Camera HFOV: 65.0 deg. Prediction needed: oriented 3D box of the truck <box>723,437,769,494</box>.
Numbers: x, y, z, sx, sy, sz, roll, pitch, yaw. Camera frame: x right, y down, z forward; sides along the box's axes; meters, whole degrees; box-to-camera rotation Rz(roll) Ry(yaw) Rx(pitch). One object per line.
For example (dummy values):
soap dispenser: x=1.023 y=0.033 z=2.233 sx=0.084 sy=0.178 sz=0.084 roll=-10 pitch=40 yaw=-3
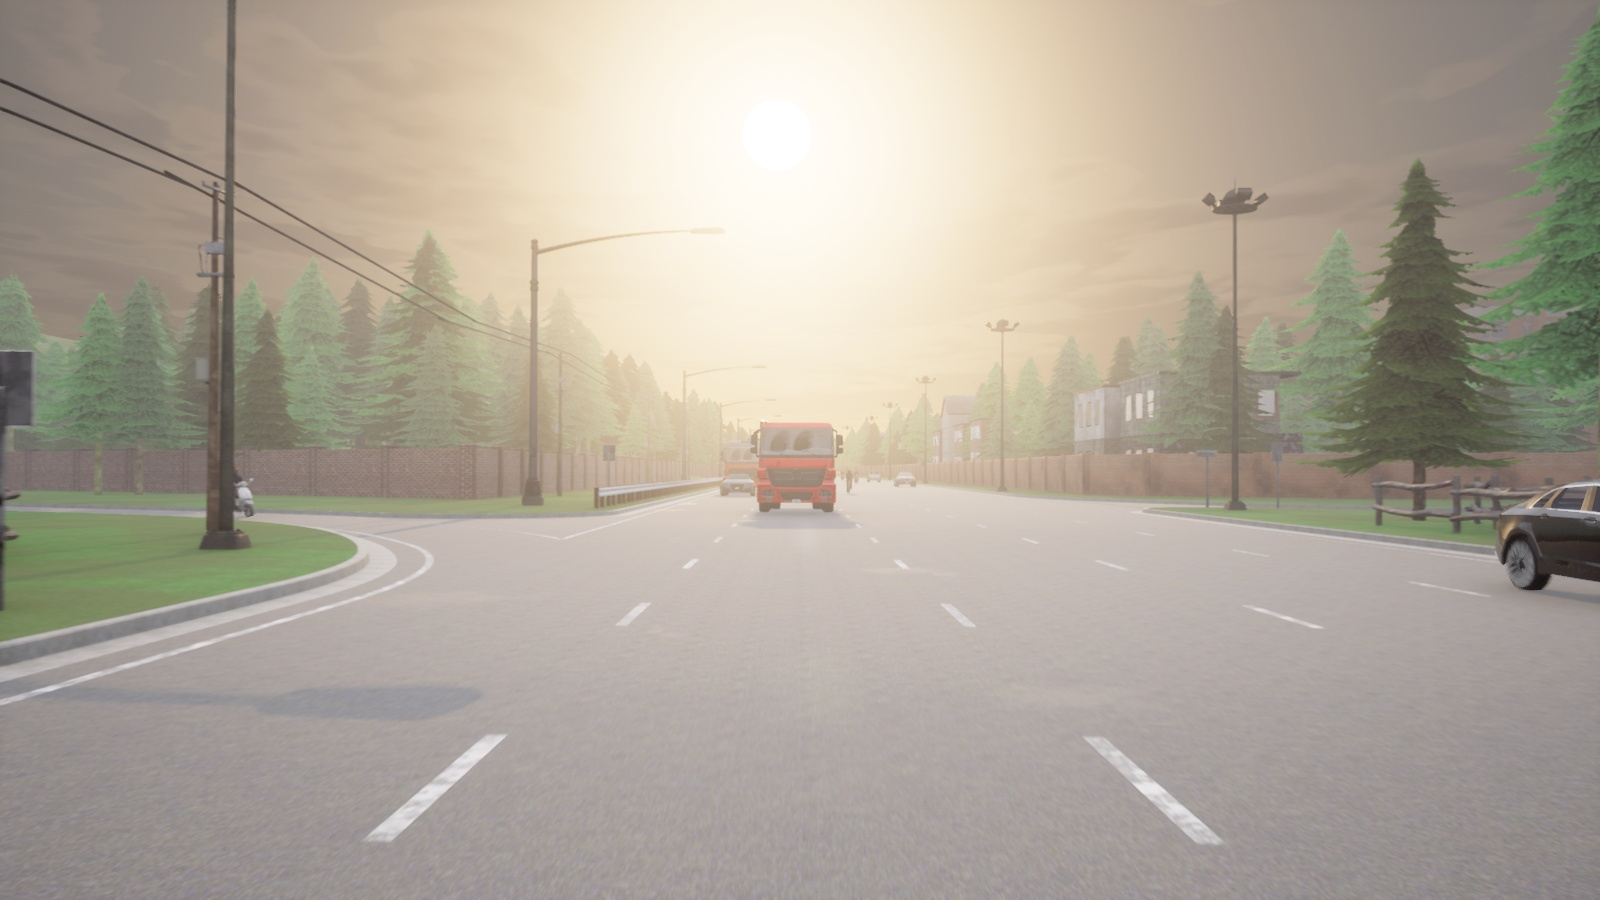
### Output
truck: x=-3.720 y=1.098 z=88.825 sx=2.891 sy=3.827 sz=8.468 roll=0 pitch=-1 yaw=0

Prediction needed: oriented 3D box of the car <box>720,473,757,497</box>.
car: x=-3.683 y=2.119 z=75.953 sx=1.994 sy=1.385 sz=4.181 roll=0 pitch=-1 yaw=0

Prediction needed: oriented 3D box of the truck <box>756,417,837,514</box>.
truck: x=-0.123 y=0.625 z=49.104 sx=2.891 sy=3.462 sz=7.936 roll=0 pitch=-1 yaw=0

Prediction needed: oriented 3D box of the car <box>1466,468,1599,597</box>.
car: x=10.463 y=0.974 z=15.246 sx=2.128 sy=1.511 sz=4.902 roll=0 pitch=-1 yaw=0

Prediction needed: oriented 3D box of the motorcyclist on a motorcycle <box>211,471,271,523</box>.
motorcyclist on a motorcycle: x=-17.730 y=1.481 z=39.829 sx=1.817 sy=1.590 sz=0.866 roll=-1 pitch=0 yaw=33
